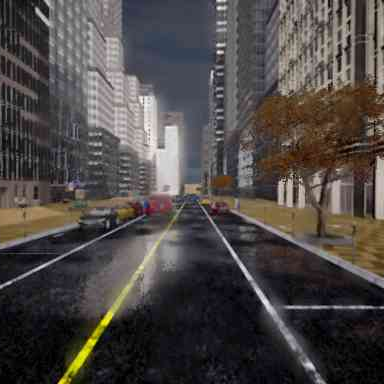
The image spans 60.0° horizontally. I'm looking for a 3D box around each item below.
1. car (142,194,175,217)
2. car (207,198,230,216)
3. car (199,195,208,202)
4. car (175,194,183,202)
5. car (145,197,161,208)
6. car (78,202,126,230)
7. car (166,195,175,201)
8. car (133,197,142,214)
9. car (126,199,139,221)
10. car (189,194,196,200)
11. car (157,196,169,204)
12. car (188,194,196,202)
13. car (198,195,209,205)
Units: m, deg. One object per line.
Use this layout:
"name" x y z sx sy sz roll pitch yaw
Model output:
"car" -3.084 1.205 31.988 2.150 2.045 5.566 0 0 0
"car" 2.689 1.564 31.915 1.802 1.307 4.206 -1 0 0
"car" 2.698 1.435 76.915 1.967 1.590 4.097 -1 0 0
"car" -2.978 1.284 73.672 2.097 1.767 4.553 0 0 0
"car" -5.687 1.527 48.792 1.887 1.381 4.507 -1 0 0
"car" -5.695 1.536 20.667 2.008 1.369 4.403 -1 0 0
"car" -5.676 1.555 88.167 2.008 1.369 4.403 -1 0 0
"car" -5.692 1.527 31.917 1.887 1.381 4.507 -1 0 0
"car" -5.694 1.508 26.122 1.752 1.417 4.829 -1 0 0
"car" 0.027 1.375 90.434 1.837 1.490 4.892 0 0 0
"car" -5.683 1.539 65.667 2.008 1.369 4.403 -1 0 0
"car" 0.022 1.425 74.664 1.812 1.442 4.674 0 0 0
"car" 2.367 1.442 57.980 1.801 1.575 5.366 0 0 0
